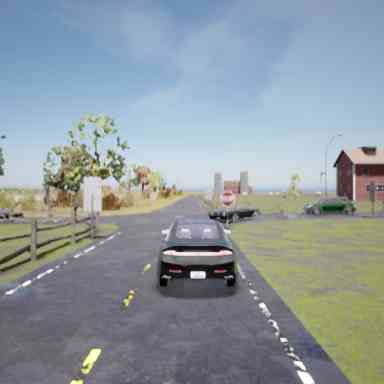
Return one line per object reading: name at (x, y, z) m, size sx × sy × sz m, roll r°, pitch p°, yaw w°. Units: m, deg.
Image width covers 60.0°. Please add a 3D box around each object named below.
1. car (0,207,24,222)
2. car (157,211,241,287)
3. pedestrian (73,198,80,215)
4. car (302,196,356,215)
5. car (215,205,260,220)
car at (-17.536, 1.868, 28.781) m, size 5.357 × 1.411 × 2.033 m, roll -1°, pitch 0°, yaw 1°
car at (0.129, 1.519, 9.369) m, size 2.128 × 1.511 × 4.902 m, roll 0°, pitch 0°, yaw 0°
pedestrian at (-12.052, 1.516, 34.688) m, size 0.375 × 1.860 × 0.375 m, roll 0°, pitch 1°, yaw 1°
car at (12.810, 1.229, 31.393) m, size 4.553 × 1.767 × 2.097 m, roll -1°, pitch 0°, yaw 1°
car at (3.491, 1.641, 26.416) m, size 1.895 × 1.301 × 4.718 m, roll -1°, pitch 0°, yaw 42°
